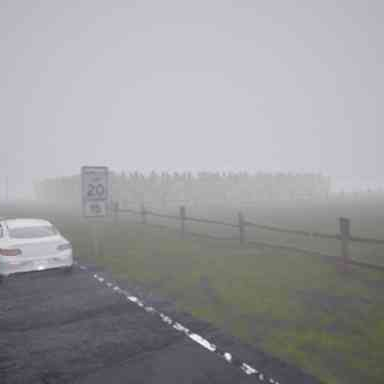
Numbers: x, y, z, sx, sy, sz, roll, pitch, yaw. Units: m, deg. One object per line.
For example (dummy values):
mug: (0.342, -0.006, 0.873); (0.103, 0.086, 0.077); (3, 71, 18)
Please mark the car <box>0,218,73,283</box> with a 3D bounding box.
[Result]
car: (-4.798, 1.482, 9.547); (1.812, 1.442, 4.674); (-1, 1, -35)
